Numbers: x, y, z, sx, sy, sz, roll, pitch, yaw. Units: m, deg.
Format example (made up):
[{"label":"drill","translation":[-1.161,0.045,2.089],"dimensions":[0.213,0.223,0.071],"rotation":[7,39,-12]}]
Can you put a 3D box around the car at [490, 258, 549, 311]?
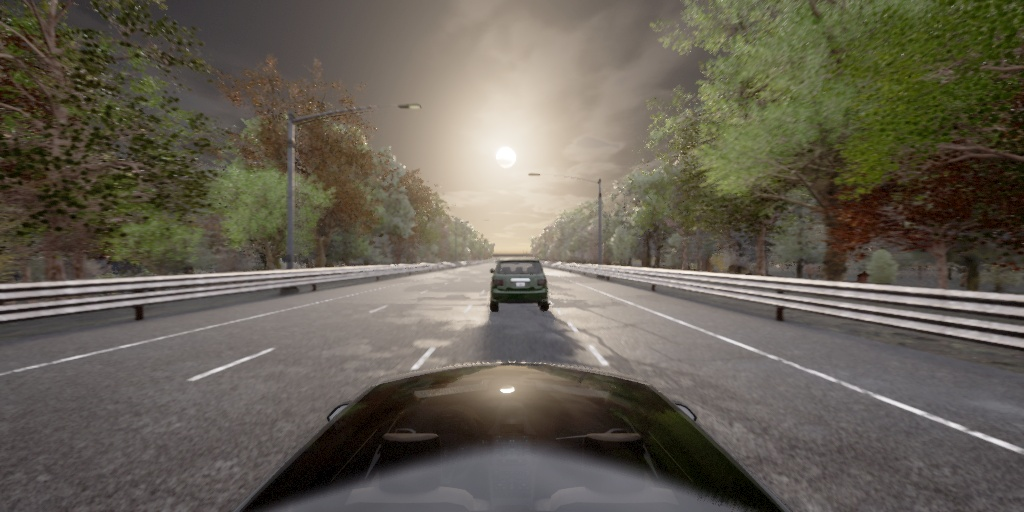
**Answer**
[{"label":"car","translation":[0.242,1.114,15.174],"dimensions":[2.150,2.045,5.566],"rotation":[0,-1,-1]}]
